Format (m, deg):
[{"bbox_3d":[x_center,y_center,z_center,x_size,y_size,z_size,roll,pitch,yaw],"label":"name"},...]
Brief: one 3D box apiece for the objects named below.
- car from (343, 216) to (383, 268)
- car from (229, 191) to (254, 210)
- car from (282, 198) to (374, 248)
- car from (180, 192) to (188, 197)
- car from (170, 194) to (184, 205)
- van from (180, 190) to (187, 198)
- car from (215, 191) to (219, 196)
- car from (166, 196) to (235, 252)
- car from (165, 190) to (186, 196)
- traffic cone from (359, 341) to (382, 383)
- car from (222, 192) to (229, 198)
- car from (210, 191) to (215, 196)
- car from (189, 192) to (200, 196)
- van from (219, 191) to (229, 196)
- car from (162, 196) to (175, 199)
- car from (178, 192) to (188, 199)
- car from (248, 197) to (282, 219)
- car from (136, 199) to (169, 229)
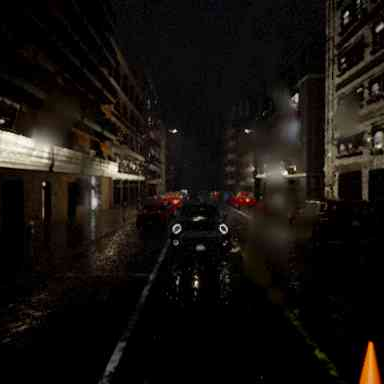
[{"bbox_3d":[5.677,1.497,8.270,1.802,1.307,4.206,-1,1,0],"label":"car"},{"bbox_3d":[5.734,0.936,36.587,2.192,1.841,5.009,-1,1,0],"label":"car"},{"bbox_3d":[5.686,1.171,13.931,2.192,1.841,5.009,-1,1,0],"label":"car"},{"bbox_3d":[-2.033,0.655,87.530,1.947,1.339,4.313,-1,1,0],"label":"car"},{"bbox_3d":[-2.119,1.025,47.802,1.752,1.417,4.829,-1,1,0],"label":"car"},{"bbox_3d":[-2.048,0.488,81.877,1.690,1.788,3.998,-1,1,0],"label":"van"},{"bbox_3d":[5.783,0.701,59.243,2.192,1.841,5.009,-1,1,0],"label":"car"},{"bbox_3d":[0.285,1.214,13.080,2.097,1.767,4.553,0,0,0],"label":"car"},{"bbox_3d":[-2.145,0.930,36.668,2.192,1.841,5.009,-1,1,0],"label":"car"},{"bbox_3d":[1.942,1.917,3.612,0.340,0.580,0.340,0,1,0],"label":"traffic cone"},{"bbox_3d":[5.762,1.085,47.918,1.802,1.307,4.206,-1,1,0],"label":"car"},{"bbox_3d":[5.846,0.534,87.565,1.967,1.590,4.097,-1,1,0],"label":"car"},{"bbox_3d":[0.494,0.797,65.329,1.882,1.535,5.008,0,0,0],"label":"car"},{"bbox_3d":[5.771,0.786,53.579,1.690,1.788,3.998,-1,1,0],"label":"van"},{"bbox_3d":[-2.167,1.276,25.369,1.887,1.381,4.507,-1,1,0],"label":"car"},{"bbox_3d":[-2.057,0.756,76.228,2.008,1.369,4.403,-1,1,0],"label":"car"},{"bbox_3d":[5.713,1.320,25.262,1.802,1.307,4.206,-1,1,0],"label":"car"},{"bbox_3d":[-2.179,1.335,19.718,1.887,1.381,4.507,-1,1,0],"label":"car"}]
